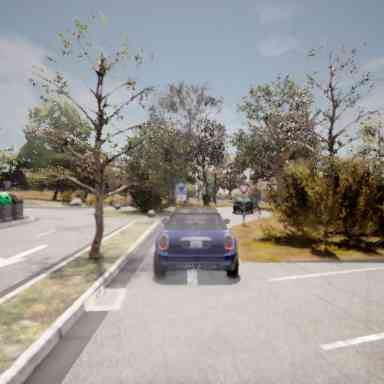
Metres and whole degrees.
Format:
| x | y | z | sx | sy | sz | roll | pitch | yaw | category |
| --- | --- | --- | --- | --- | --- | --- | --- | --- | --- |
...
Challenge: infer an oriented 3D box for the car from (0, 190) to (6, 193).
| x | y | z | sx | sy | sz | roll | pitch | yaw | category |
| --- | --- | --- | --- | --- | --- | --- | --- | --- | --- |
| -24.377 | 0.904 | 40.391 | 2.435 | 2.045 | 5.566 | 0 | -2 | -19 | car |

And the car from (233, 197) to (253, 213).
| x | y | z | sx | sy | sz | roll | pitch | yaw | category |
| --- | --- | --- | --- | --- | --- | --- | --- | --- | --- |
| 4.925 | 1.196 | 32.417 | 1.882 | 1.535 | 5.008 | 1 | 1 | 7 | car |

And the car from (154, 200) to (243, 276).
| x | y | z | sx | sy | sz | roll | pitch | yaw | category |
| --- | --- | --- | --- | --- | --- | --- | --- | --- | --- |
| 0.107 | 1.212 | 10.004 | 2.097 | 1.767 | 4.553 | 0 | 1 | 0 | car |

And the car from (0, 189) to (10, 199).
| x | y | z | sx | sy | sz | roll | pitch | yaw | category |
| --- | --- | --- | --- | --- | --- | --- | --- | --- | --- |
| -28.559 | 0.169 | 47.243 | 4.181 | 1.385 | 1.994 | 4 | -1 | 2 | car |
